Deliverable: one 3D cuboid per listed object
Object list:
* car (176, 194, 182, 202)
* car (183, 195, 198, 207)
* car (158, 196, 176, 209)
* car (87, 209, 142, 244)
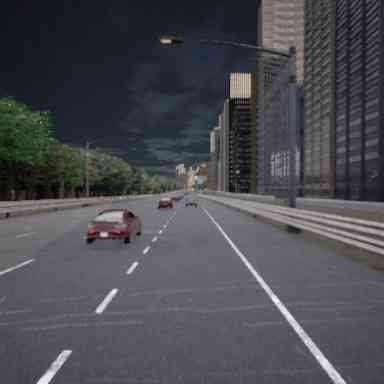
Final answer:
[{"bbox_3d":[-3.837,1.617,78.463,1.837,1.490,4.892,0,0,0],"label":"car"},{"bbox_3d":[-0.083,1.600,54.021,2.033,1.411,5.357,0,0,0],"label":"car"},{"bbox_3d":[-3.627,1.512,46.845,1.882,1.535,5.008,0,0,0],"label":"car"},{"bbox_3d":[-3.518,1.524,15.595,1.812,1.442,4.674,0,0,0],"label":"car"}]
